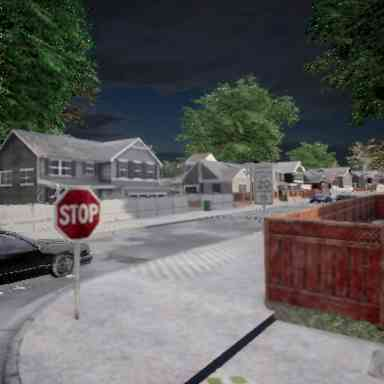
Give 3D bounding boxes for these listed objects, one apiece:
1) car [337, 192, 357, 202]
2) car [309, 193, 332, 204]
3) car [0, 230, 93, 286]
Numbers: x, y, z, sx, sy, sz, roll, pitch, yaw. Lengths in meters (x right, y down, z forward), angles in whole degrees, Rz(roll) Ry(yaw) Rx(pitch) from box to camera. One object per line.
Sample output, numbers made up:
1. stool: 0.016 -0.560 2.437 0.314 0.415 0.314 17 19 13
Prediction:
1. car: 21.026 0.690 45.056 1.882 1.535 5.008 -1 1 35
2. car: 17.285 0.833 44.499 2.033 1.411 5.357 -1 1 35
3. car: -5.001 1.575 7.736 2.033 1.411 5.357 0 1 35
